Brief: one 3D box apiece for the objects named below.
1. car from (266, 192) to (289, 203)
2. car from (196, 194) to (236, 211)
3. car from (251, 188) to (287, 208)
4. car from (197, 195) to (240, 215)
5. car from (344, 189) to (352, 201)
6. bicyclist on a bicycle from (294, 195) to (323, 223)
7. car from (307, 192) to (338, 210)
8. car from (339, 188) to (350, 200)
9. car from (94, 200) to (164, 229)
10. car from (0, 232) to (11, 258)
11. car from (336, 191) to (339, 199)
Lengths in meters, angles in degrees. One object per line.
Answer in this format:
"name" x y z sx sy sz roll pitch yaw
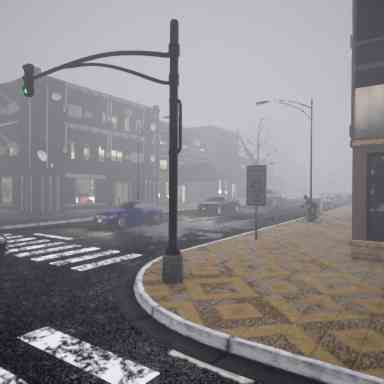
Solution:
"car" 12.170 0.767 47.203 1.802 1.307 4.206 2 2 35
"car" 2.450 1.011 33.340 2.008 1.369 4.403 2 2 35
"car" 8.369 0.599 37.105 2.150 2.045 5.566 1 1 35
"car" 2.350 1.028 28.437 1.882 1.535 5.008 1 1 35
"car" 25.481 0.619 51.641 1.887 1.381 4.507 2 2 35
"bicyclist on a bicycle" 6.830 1.003 19.562 1.656 1.620 0.582 0 1 35
"car" 12.711 0.993 33.029 2.008 1.369 4.403 2 2 35
"car" 24.284 0.572 54.508 2.033 1.411 5.357 1 1 36
"car" -3.600 1.248 19.843 1.812 1.442 4.674 1 1 37
"car" -7.447 1.429 8.683 2.128 1.511 4.902 1 1 35
"car" 18.598 0.788 46.274 1.895 1.301 4.718 1 1 35
